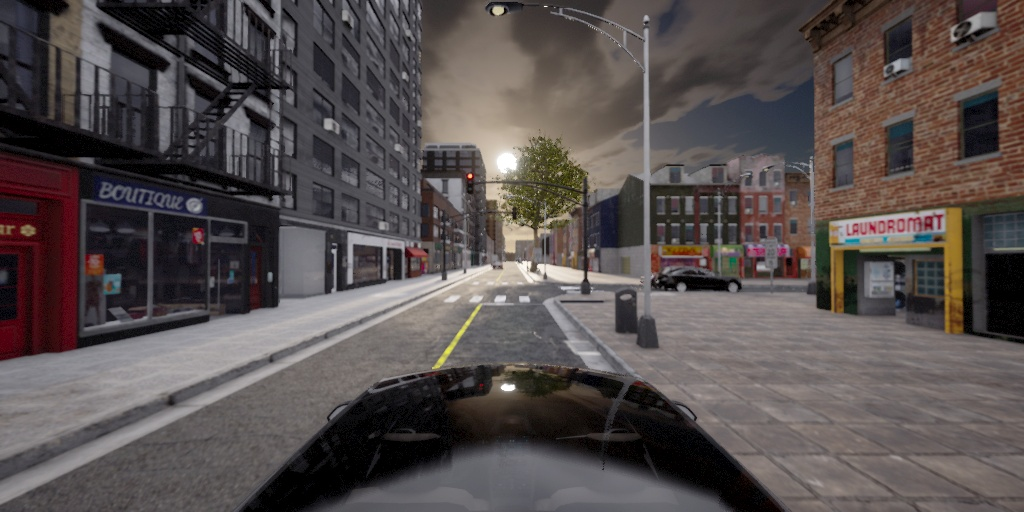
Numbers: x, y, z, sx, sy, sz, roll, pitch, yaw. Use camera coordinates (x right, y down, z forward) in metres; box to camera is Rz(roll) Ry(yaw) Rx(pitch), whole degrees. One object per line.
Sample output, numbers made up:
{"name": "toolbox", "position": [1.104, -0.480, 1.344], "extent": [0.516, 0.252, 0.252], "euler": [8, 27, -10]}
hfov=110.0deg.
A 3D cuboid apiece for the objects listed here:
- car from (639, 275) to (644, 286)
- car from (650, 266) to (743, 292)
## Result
{"name": "car", "position": [10.952, 1.431, 24.708], "extent": [4.097, 1.591, 1.967], "euler": [0, 0, 0]}
{"name": "car", "position": [11.428, 1.445, 22.078], "extent": [5.008, 1.535, 1.882], "euler": [0, -1, 0]}
